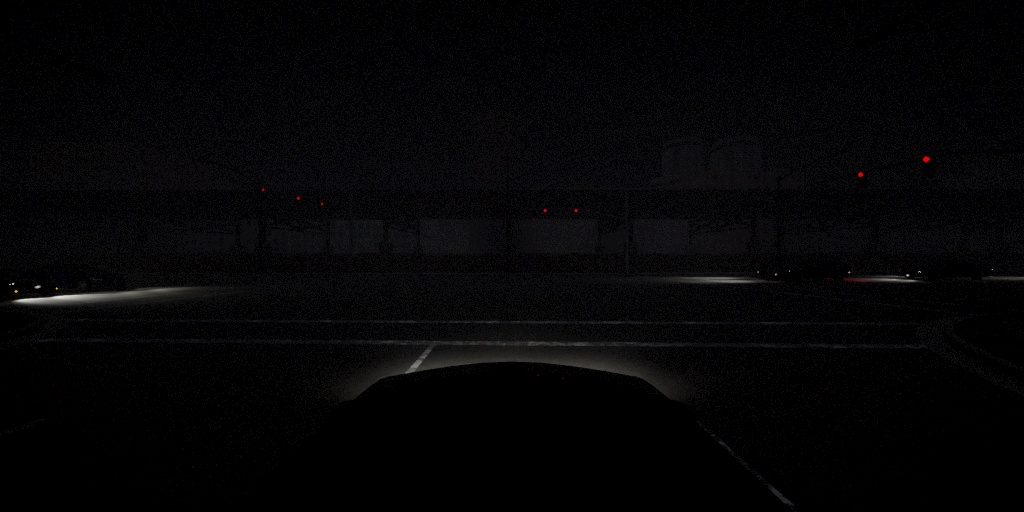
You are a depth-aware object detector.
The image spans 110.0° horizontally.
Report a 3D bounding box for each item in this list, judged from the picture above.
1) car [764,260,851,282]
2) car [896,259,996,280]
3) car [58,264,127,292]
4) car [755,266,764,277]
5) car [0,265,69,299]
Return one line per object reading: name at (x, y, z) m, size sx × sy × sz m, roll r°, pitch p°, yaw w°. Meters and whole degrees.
car at (22.060, 1.070, 26.566) m, size 4.902 × 1.511 × 2.128 m, roll -1°, pitch 0°, yaw 1°
car at (31.768, 1.010, 26.315) m, size 5.357 × 1.411 × 2.033 m, roll -1°, pitch 0°, yaw 1°
car at (-25.197, 1.204, 20.633) m, size 5.008 × 1.535 × 1.882 m, roll 0°, pitch 0°, yaw 2°
car at (23.117, 1.056, 30.046) m, size 4.902 × 1.511 × 2.128 m, roll -1°, pitch 0°, yaw 2°
car at (-24.557, 1.296, 17.113) m, size 4.181 × 1.385 × 1.994 m, roll 0°, pitch 0°, yaw 2°
